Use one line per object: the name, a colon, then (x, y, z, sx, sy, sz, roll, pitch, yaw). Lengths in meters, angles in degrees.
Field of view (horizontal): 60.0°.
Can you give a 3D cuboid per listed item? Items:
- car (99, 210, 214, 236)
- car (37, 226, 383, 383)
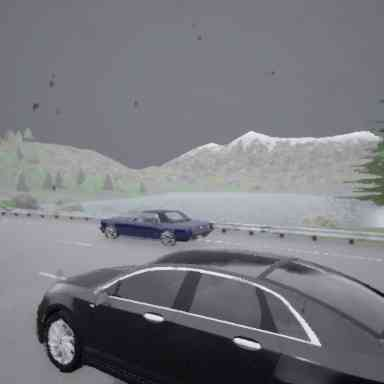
car: (-1.588, 1.383, 13.721, 4.718, 1.301, 1.895, 1, 1, 31)
car: (0.155, 1.447, 3.930, 4.892, 1.490, 1.837, 1, 0, 34)
